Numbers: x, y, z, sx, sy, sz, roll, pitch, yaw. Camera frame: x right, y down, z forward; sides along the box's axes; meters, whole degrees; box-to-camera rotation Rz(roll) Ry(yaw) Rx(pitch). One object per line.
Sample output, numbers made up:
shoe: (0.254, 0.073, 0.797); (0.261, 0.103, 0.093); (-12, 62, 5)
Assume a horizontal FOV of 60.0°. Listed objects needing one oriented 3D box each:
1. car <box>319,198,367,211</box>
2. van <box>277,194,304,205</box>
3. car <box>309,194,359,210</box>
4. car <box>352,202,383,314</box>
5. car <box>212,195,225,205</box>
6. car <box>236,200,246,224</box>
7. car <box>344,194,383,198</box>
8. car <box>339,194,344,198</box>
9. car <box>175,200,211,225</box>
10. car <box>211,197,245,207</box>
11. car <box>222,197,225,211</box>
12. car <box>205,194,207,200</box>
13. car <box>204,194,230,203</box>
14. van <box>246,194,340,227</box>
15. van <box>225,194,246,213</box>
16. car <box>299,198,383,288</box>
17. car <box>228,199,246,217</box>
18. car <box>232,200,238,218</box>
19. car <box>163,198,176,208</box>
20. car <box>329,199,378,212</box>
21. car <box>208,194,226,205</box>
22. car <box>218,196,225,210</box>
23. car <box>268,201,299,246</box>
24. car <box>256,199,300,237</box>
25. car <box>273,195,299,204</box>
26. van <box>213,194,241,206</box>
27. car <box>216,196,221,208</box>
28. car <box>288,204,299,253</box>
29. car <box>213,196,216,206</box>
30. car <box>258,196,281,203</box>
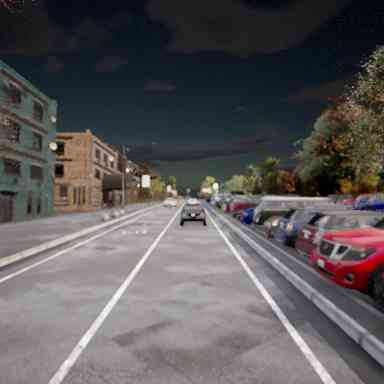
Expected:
car: (18.699, 1.537, 41.277); (5.008, 1.535, 2.097); (0, 0, 0)
van: (18.796, 1.403, 63.562); (4.442, 1.987, 1.878); (0, 0, 0)
car: (18.672, 1.294, 44.065); (5.566, 2.045, 2.435); (0, 0, 0)
car: (5.643, 1.235, 4.633); (5.566, 2.045, 2.435); (0, 0, 0)
car: (5.613, 1.555, 46.674); (4.892, 1.521, 2.231); (0, 0, 0)
car: (5.644, 1.506, 21.452); (5.008, 1.535, 2.097); (0, 0, 0)
car: (18.686, 1.270, 33.048); (5.566, 2.045, 2.435); (0, 0, 0)
car: (18.682, 1.273, 35.709); (5.566, 2.045, 2.435); (0, 0, 0)
car: (0.088, 1.585, 24.653); (2.033, 1.411, 5.357); (0, 0, 0)
car: (5.605, 1.579, 52.285); (5.008, 1.535, 2.097); (0, 0, 0)
car: (5.664, 1.550, 32.665); (4.792, 1.488, 2.163); (0, 0, 0)
car: (5.628, 1.393, 66.301); (5.566, 2.045, 2.435); (0, 0, 0)
car: (5.631, 1.455, 74.711); (5.566, 2.045, 2.435); (0, 0, 0)
van: (5.537, 1.277, 18.649); (4.442, 1.987, 1.878); (0, 0, 0)
van: (5.522, 1.291, 29.862); (4.442, 1.987, 1.878); (0, 0, 0)
car: (5.639, 1.238, 7.436); (5.566, 2.045, 2.435); (0, 0, 0)
car: (5.613, 1.543, 27.058); (4.792, 1.488, 2.163); (0, 0, 0)
car: (5.617, 1.539, 24.255); (4.792, 1.488, 2.163); (0, 0, 0)
car: (-3.321, 1.628, 50.243); (1.812, 1.442, 4.674); (0, 0, 0)
car: (18.705, 1.570, 38.617); (4.674, 1.452, 2.002); (0, 0, 0)
car: (5.642, 1.315, 49.482); (5.566, 2.045, 2.435); (0, 0, 0)
car: (5.817, 1.520, 35.469); (5.366, 1.575, 1.946); (0, 0, 0)
car: (5.629, 1.371, 13.042); (4.553, 1.767, 2.185); (0, 0, 0)
car: (5.688, 1.374, 15.846); (4.553, 1.767, 2.185); (0, 0, 0)
car: (18.648, 1.519, 66.342); (4.553, 1.767, 2.185); (0, 0, 0)
van: (5.723, 1.365, 55.090); (4.442, 1.987, 1.878); (0, 0, 0)
car: (5.623, 1.528, 38.268); (5.008, 1.535, 2.097); (0, 0, 0)
car: (5.633, 1.367, 10.239); (4.553, 1.767, 2.185); (0, 0, 0)
car: (5.592, 1.573, 43.876); (4.792, 1.488, 2.163); (0, 0, 0)
car: (18.680, 1.763, 80.264); (5.008, 1.535, 2.097); (0, -1, 0)
